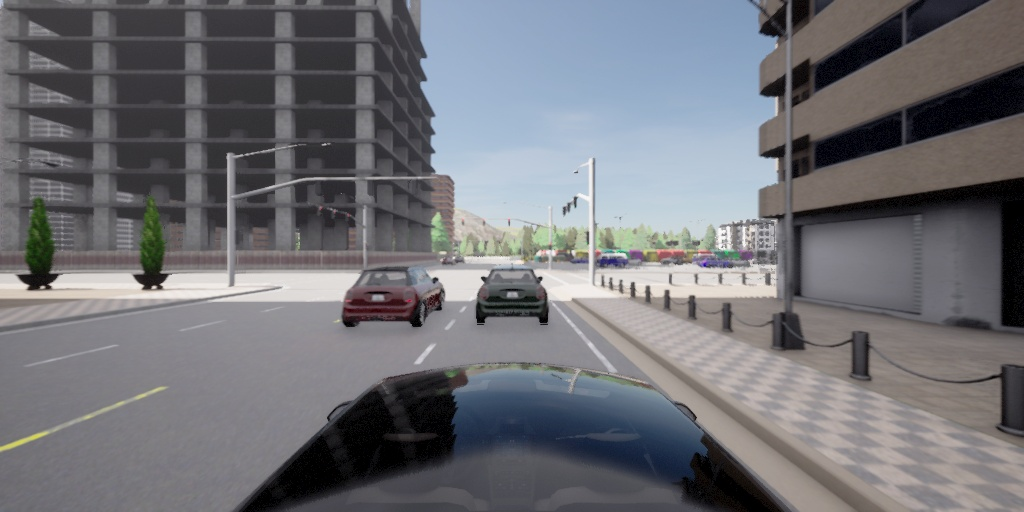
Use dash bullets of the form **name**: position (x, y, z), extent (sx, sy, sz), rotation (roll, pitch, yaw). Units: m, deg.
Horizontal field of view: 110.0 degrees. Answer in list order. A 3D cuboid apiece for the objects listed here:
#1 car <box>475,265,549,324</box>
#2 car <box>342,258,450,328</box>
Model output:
- **car**: position (0.000, 1.069, 11.984), extent (2.097, 1.767, 4.553), rotation (0, 0, 0)
- **car**: position (-3.496, 1.074, 11.444), extent (2.097, 1.767, 4.553), rotation (0, 1, 0)
